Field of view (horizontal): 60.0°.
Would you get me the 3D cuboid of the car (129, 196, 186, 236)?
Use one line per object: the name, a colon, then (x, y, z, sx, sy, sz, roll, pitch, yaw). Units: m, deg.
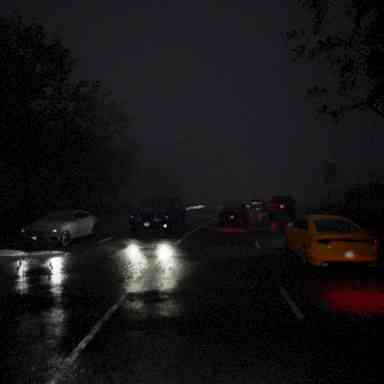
car: (-1.763, 1.238, 19.033, 2.150, 2.045, 5.566, 0, 0, 10)

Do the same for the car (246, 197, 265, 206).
car: (11.097, 1.590, 58.062, 2.128, 1.511, 4.902, 0, 0, 24)

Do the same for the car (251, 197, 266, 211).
car: (8.488, 1.566, 42.004, 2.128, 1.511, 4.902, 0, 0, 20)

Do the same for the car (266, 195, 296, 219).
car: (8.073, 1.284, 29.744, 2.150, 2.045, 5.566, 0, 0, 16)

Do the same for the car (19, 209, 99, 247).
car: (-5.851, 1.527, 15.338, 1.812, 1.442, 4.674, 0, 0, 8)

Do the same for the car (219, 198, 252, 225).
car: (3.221, 1.517, 24.766, 1.882, 1.535, 5.008, 0, 0, 12)

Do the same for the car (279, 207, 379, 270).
car: (4.394, 1.503, 11.202, 1.882, 1.535, 5.008, 0, 0, 6)

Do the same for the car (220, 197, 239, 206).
car: (6.276, 1.638, 55.771, 1.994, 1.385, 4.181, 0, 0, 24)
